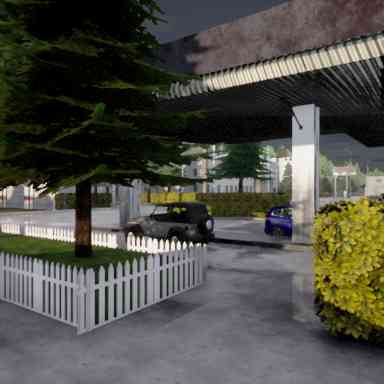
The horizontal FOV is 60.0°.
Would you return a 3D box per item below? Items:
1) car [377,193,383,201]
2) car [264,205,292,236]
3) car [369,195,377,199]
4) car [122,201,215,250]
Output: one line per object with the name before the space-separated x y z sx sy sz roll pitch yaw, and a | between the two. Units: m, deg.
car | 25.808 1.076 43.496 1.905 1.878 3.866 0 0 35
car | 5.854 1.479 15.962 4.611 1.667 2.242 0 0 35
car | 33.073 1.297 60.237 2.007 1.523 4.514 0 0 35
car | -0.947 1.312 13.813 3.866 1.878 1.905 0 0 35
